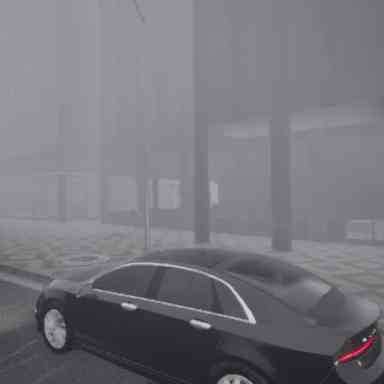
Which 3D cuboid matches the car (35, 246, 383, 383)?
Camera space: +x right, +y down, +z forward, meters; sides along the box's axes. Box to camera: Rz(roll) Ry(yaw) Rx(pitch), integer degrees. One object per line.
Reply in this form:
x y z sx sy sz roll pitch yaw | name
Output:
-0.184 1.513 4.493 4.892 1.490 1.837 0 0 36 | car
